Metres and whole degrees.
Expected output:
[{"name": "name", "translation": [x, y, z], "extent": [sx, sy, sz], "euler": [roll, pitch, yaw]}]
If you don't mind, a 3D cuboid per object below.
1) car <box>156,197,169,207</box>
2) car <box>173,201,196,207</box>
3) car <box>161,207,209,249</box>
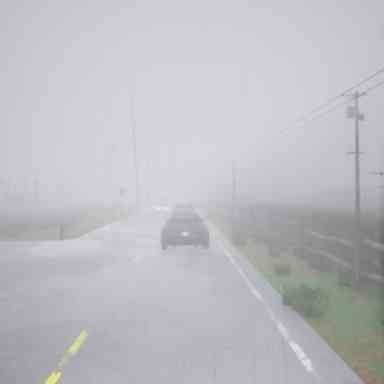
[{"name": "car", "translation": [-4.712, 1.588, 54.153], "extent": [2.128, 1.511, 4.902], "euler": [0, 0, -1]}, {"name": "car", "translation": [-0.714, 1.540, 29.918], "extent": [2.128, 1.511, 4.902], "euler": [0, 0, -1]}, {"name": "car", "translation": [-0.306, 1.586, 14.741], "extent": [1.994, 1.385, 4.181], "euler": [0, 0, -1]}]
